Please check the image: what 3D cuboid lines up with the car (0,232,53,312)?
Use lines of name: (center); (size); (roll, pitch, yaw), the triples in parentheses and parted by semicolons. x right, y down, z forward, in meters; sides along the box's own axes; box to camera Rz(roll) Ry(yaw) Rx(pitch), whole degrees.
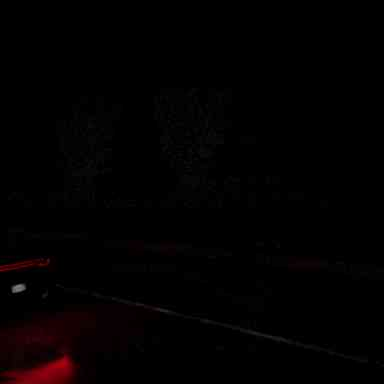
car: (-5.071, 1.498, 6.956); (5.008, 1.535, 1.882); (0, 0, 31)
